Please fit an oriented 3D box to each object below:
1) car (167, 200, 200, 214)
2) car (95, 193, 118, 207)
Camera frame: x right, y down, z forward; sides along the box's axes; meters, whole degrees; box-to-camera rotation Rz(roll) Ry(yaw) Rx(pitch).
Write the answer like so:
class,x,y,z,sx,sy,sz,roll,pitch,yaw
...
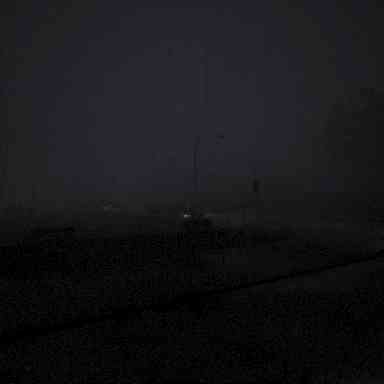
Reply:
class,x,y,z,sx,sy,sz,roll,pitch,yaw
car,-1.042,1.580,36.225,1.812,1.442,4.674,0,0,-36
car,-14.104,1.263,54.723,2.150,2.045,5.566,0,0,-35
